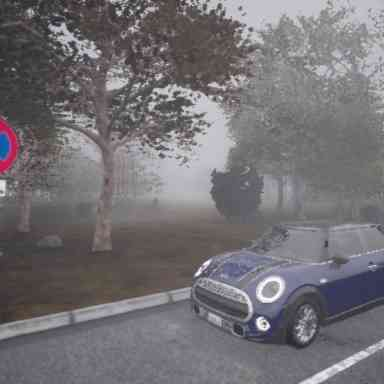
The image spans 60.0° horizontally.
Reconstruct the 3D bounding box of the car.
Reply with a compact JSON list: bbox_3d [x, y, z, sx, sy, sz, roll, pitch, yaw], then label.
[{"bbox_3d":[2.199,1.383,6.419,4.553,1.767,2.097,0,0,-35],"label":"car"}]
